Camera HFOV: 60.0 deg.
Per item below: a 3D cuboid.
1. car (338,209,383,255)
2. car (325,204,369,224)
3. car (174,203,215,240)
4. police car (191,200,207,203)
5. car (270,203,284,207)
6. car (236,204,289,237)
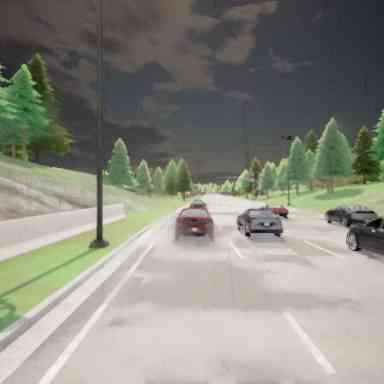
[{"bbox_3d":[7.099,1.543,11.359,1.837,1.490,4.892,0,0,0],"label":"car"},{"bbox_3d":[10.727,1.568,22.761,2.128,1.511,4.902,0,0,1],"label":"car"},{"bbox_3d":[0.133,1.537,17.384,1.882,1.535,5.008,0,0,1],"label":"car"},{"bbox_3d":[0.744,1.629,36.677,2.038,1.542,4.974,0,0,3],"label":"police car"},{"bbox_3d":[7.477,1.705,30.812,1.895,1.301,4.718,0,0,2],"label":"car"},{"bbox_3d":[3.637,1.610,18.541,2.033,1.411,5.357,0,0,1],"label":"car"}]
